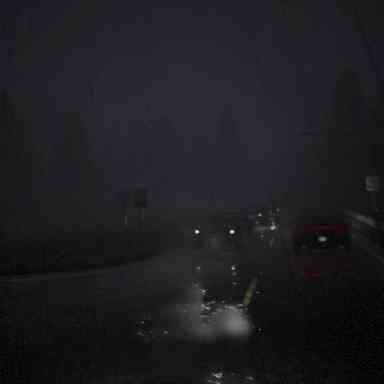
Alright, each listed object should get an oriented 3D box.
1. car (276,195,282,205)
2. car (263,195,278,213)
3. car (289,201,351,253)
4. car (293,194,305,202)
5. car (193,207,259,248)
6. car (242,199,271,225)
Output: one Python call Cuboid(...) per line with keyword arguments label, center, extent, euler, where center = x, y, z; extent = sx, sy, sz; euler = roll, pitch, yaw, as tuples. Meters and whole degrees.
Cuboid(label="car", center=(12.444, 1.230, 50.055), extent=(2.128, 1.511, 4.902), euler=(-3, 0, 17))
Cuboid(label="car", center=(7.554, 1.398, 34.304), extent=(1.812, 1.442, 4.674), euler=(-3, 0, 17))
Cuboid(label="car", center=(4.947, 1.353, 13.165), extent=(1.882, 1.535, 5.008), euler=(-3, 0, 17))
Cuboid(label="car", center=(18.072, 0.996, 56.149), extent=(1.882, 1.535, 5.008), euler=(-3, 0, 17))
Cuboid(label="car", center=(1.607, 1.637, 15.241), extent=(1.895, 1.301, 4.718), euler=(-3, 0, 20))
Cuboid(label="car", center=(4.368, 1.484, 23.907), extent=(1.812, 1.442, 4.674), euler=(-3, 0, 17))
